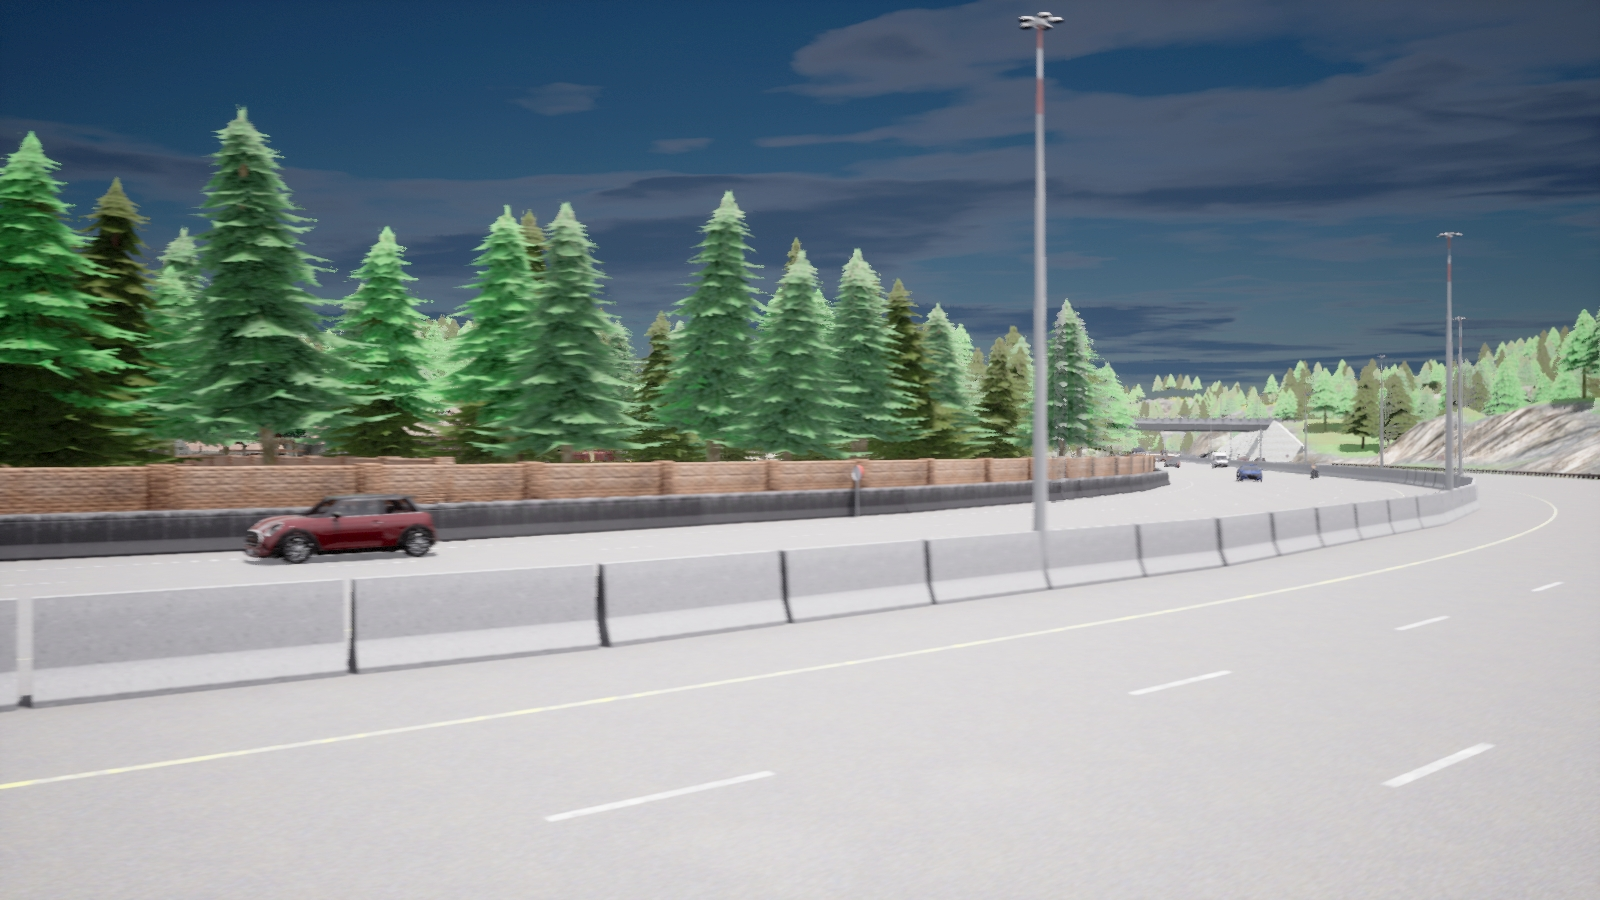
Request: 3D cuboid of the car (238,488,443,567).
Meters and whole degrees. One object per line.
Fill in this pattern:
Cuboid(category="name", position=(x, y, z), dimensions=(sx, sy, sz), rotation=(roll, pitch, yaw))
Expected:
Cuboid(category="car", position=(-11.952, 1.947, 29.873), dimensions=(4.553, 1.767, 2.097), rotation=(0, 0, -39))
